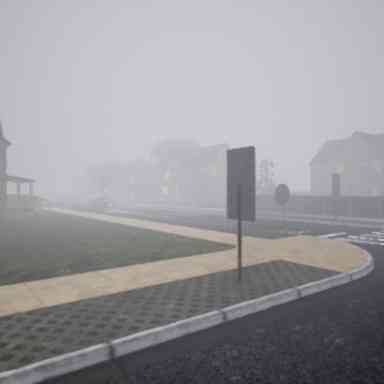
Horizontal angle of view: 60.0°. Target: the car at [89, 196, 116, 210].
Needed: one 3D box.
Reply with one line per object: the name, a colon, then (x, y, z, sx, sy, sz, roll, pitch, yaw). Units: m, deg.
car: (-10.347, 1.236, 38.312, 2.128, 1.511, 4.902, 0, 0, -36)
